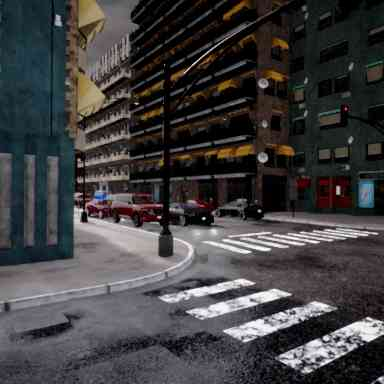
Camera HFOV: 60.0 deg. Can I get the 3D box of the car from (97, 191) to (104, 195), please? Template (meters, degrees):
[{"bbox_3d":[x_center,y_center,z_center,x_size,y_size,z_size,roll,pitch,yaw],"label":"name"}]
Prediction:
[{"bbox_3d":[-6.055,0.971,28.548,2.097,1.767,4.553,1,0,-36],"label":"car"}]

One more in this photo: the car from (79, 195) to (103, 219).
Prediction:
[{"bbox_3d":[-6.527,1.182,24.792,1.887,1.381,4.507,2,0,-36],"label":"car"}]

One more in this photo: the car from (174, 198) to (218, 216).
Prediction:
[{"bbox_3d":[0.287,1.288,29.669,1.802,1.307,4.206,2,0,-36],"label":"car"}]

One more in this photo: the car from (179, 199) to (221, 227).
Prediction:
[{"bbox_3d":[-0.478,1.320,20.821,1.994,1.385,4.181,1,0,-36],"label":"car"}]

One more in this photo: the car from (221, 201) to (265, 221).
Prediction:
[{"bbox_3d":[3.550,1.353,25.154,1.947,1.339,4.313,2,0,-36],"label":"car"}]

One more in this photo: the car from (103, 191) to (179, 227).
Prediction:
[{"bbox_3d":[-3.258,1.033,20.278,2.192,1.841,5.009,2,0,-36],"label":"car"}]

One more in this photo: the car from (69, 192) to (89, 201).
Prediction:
[{"bbox_3d":[-19.288,0.768,56.758,1.887,1.381,4.507,2,0,-36],"label":"car"}]

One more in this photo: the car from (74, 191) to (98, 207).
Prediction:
[{"bbox_3d":[-12.081,0.948,36.901,1.882,1.535,5.008,1,1,-36],"label":"car"}]

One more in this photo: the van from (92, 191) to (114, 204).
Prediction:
[{"bbox_3d":[-12.759,0.726,47.729,1.690,1.788,3.998,2,0,-36],"label":"van"}]

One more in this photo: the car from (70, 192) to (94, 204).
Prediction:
[{"bbox_3d":[-15.642,0.823,47.189,1.882,1.535,5.008,1,0,-36],"label":"car"}]
